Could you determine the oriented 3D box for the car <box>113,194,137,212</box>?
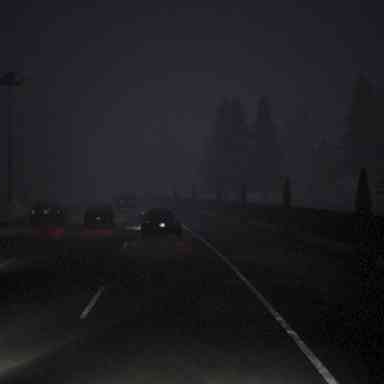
[{"bbox_3d":[-8.146,1.233,40.215,2.150,2.045,5.566,0,0,-22],"label":"car"}]

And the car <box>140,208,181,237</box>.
[{"bbox_3d":[-1.766,1.565,18.024,1.994,1.385,4.181,0,0,-10],"label":"car"}]

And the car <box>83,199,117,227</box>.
[{"bbox_3d":[-6.382,1.488,23.090,1.882,1.535,5.008,0,0,-13],"label":"car"}]

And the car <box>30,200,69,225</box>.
[{"bbox_3d":[-10.284,1.372,24.287,2.097,1.767,4.553,0,0,-14],"label":"car"}]
